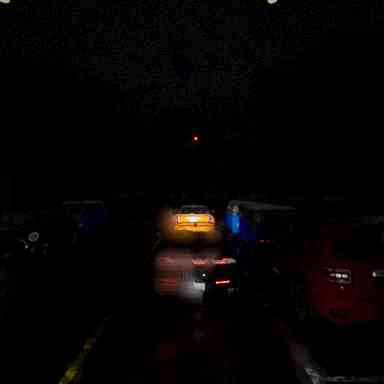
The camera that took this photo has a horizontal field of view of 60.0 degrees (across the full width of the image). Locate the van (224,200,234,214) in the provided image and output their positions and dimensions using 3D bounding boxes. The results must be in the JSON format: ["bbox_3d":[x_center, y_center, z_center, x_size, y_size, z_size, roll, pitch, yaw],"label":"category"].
[{"bbox_3d":[2.728,1.341,17.769,1.690,1.788,3.998,0,0,0],"label":"van"}]

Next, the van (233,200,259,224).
[{"bbox_3d":[2.738,1.341,12.332,1.690,1.788,3.998,0,0,0],"label":"van"}]

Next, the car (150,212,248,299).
[{"bbox_3d":[0.086,1.491,8.415,2.128,1.511,4.902,0,0,0],"label":"car"}]

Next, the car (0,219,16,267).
[{"bbox_3d":[-5.776,1.525,6.708,1.752,1.417,4.829,0,0,0],"label":"car"}]

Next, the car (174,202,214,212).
[{"bbox_3d":[0.105,1.352,17.464,2.097,1.767,4.553,0,0,1],"label":"car"}]

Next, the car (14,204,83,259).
[{"bbox_3d":[-5.787,1.440,12.315,1.967,1.590,4.097,0,0,0],"label":"car"}]

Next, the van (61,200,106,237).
[{"bbox_3d":[-5.798,1.342,17.753,1.690,1.788,3.998,0,0,0],"label":"van"}]

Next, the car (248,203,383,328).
[{"bbox_3d":[2.749,1.315,6.894,2.192,1.841,5.009,0,0,0],"label":"car"}]

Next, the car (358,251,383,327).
[{"bbox_3d":[2.760,1.440,1.456,1.967,1.590,4.097,0,0,0],"label":"car"}]
